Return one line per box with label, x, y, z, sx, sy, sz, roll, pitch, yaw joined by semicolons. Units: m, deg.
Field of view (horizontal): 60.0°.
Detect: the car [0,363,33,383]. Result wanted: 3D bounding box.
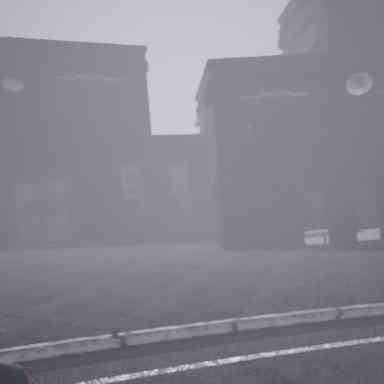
car;-3.010;1.656;1.568;4.181;1.385;1.994;0;-2;-19
